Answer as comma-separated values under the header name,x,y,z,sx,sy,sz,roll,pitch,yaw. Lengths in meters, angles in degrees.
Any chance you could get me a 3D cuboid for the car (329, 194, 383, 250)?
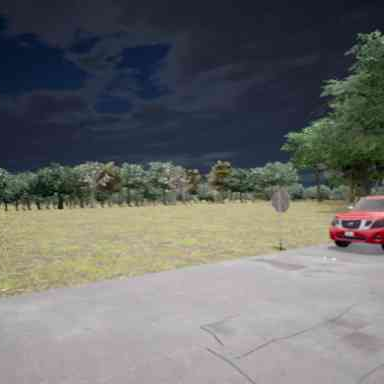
name,x,y,z,sx,sy,sz,roll,pitch,yaw
car,7.927,1.113,13.441,5.566,2.045,2.150,-1,-1,-33
